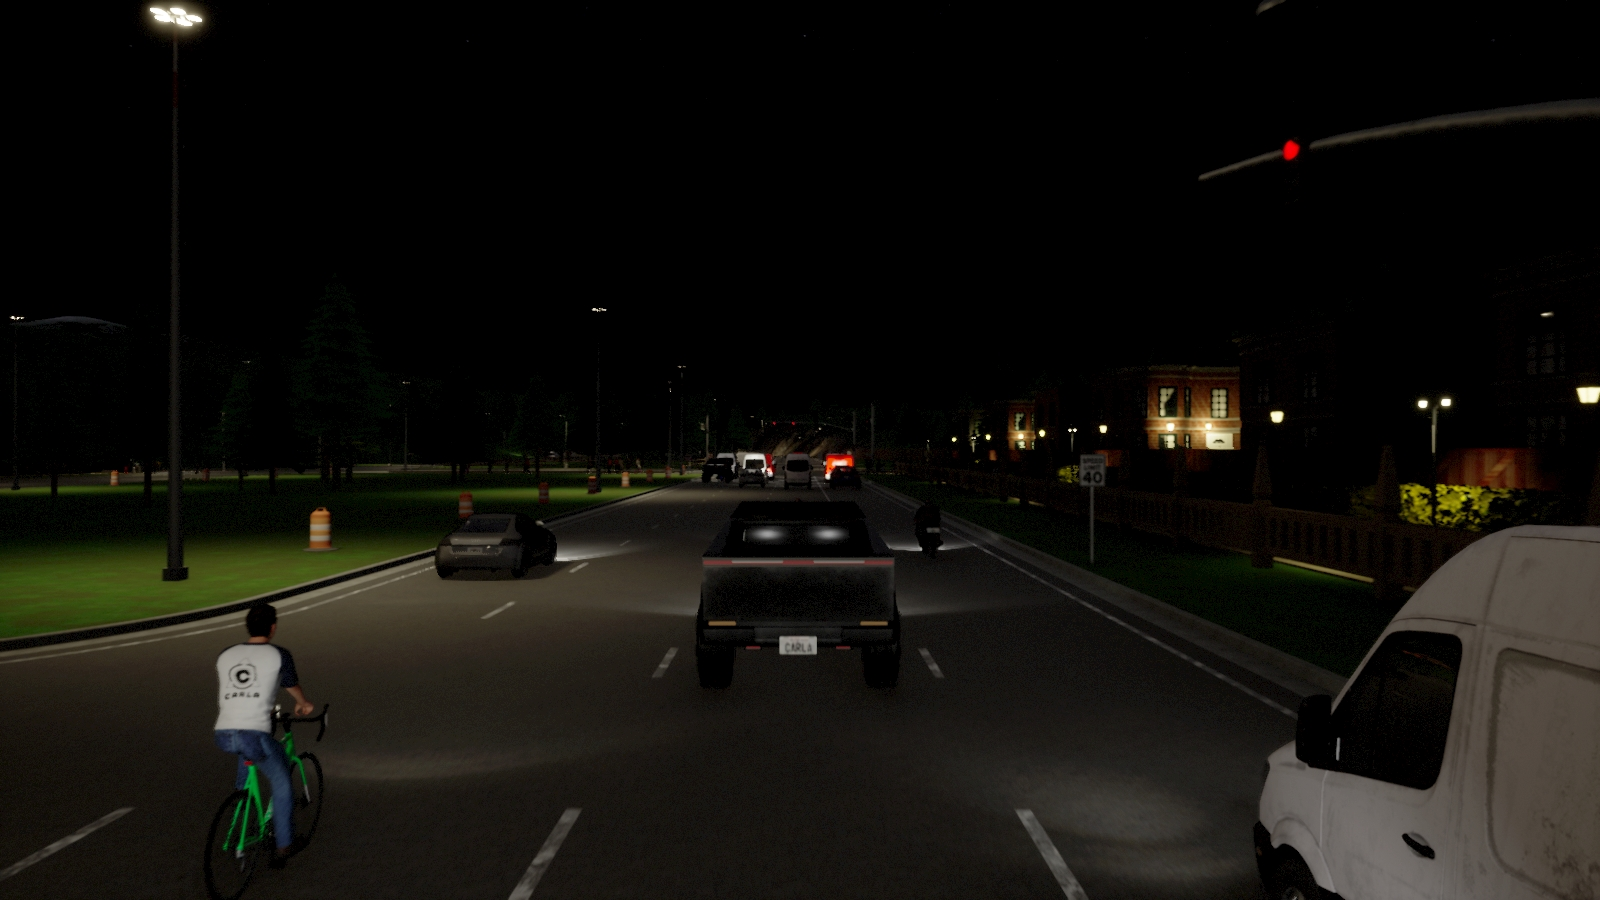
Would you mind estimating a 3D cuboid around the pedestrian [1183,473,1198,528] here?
[{"bbox_3d":[13.279,1.719,38.833,0.375,1.860,0.375,0,0,-2],"label":"pedestrian"}]

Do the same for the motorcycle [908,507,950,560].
[{"bbox_3d":[3.447,2.219,30.665,0.867,1.251,2.209,0,0,0],"label":"motorcycle"}]

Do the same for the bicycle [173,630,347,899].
[{"bbox_3d":[-3.510,2.060,7.558,0.373,1.496,1.643,0,0,0],"label":"bicycle"}]

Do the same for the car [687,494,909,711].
[{"bbox_3d":[-0.025,1.761,15.449,2.390,2.098,6.274,0,0,0],"label":"car"}]

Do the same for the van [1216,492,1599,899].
[{"bbox_3d":[3.490,1.537,3.882,1.988,2.561,5.915,0,0,0],"label":"van"}]

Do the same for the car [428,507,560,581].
[{"bbox_3d":[-7.046,2.131,26.773,1.994,1.385,4.181,0,0,0],"label":"car"}]
